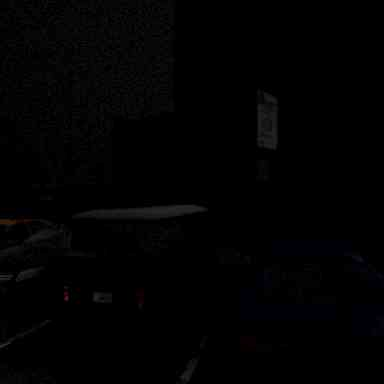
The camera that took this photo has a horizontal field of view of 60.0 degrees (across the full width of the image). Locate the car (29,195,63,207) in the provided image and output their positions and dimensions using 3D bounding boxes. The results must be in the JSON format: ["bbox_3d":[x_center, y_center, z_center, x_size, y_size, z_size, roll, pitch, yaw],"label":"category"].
[{"bbox_3d":[-23.233,1.409,53.119,4.553,1.767,2.185,-1,-1,14],"label":"car"}]

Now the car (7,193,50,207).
[{"bbox_3d":[-24.872,1.281,50.608,5.566,2.045,2.435,-1,-1,14],"label":"car"}]

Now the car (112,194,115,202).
[{"bbox_3d":[-11.028,1.267,40.896,5.566,2.045,2.435,1,1,14],"label":"car"}]

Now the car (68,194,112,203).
[{"bbox_3d":[-12.690,1.265,38.447,5.566,2.045,2.435,1,1,14],"label":"car"}]

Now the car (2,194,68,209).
[{"bbox_3d":[-15.953,1.263,33.550,5.566,2.045,2.435,1,0,14],"label":"car"}]

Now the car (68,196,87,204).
[{"bbox_3d":[-14.350,1.545,35.988,4.792,1.488,2.163,1,1,14],"label":"car"}]

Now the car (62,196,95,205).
[{"bbox_3d":[-19.816,1.538,58.112,4.892,1.521,2.231,-1,-1,14],"label":"car"}]

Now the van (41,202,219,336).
[{"bbox_3d":[-0.682,1.264,6.802,1.878,1.987,4.442,0,-1,16],"label":"van"}]

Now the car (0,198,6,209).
[{"bbox_3d":[-28.315,1.560,45.591,4.792,1.488,2.163,-1,0,14],"label":"car"}]

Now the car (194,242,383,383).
[{"bbox_3d":[1.724,1.486,4.932,2.097,1.535,5.008,0,-1,16],"label":"car"}]

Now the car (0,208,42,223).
[{"bbox_3d":[-5.647,1.486,10.000,1.946,1.575,5.366,1,-1,16],"label":"car"}]

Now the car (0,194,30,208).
[{"bbox_3d":[-26.623,1.280,48.097,5.566,2.045,2.435,-1,0,14],"label":"car"}]

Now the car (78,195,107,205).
[{"bbox_3d":[-18.085,1.412,60.588,4.553,1.767,2.185,-1,0,14],"label":"car"}]

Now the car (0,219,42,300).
[{"bbox_3d":[-3.149,1.530,8.437,2.002,1.452,4.674,1,-1,16],"label":"car"}]

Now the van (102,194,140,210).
[{"bbox_3d":[-9.226,1.296,43.320,4.442,1.987,1.878,1,0,14],"label":"van"}]

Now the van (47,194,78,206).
[{"bbox_3d":[-21.623,1.312,55.631,4.442,1.987,1.878,-1,0,14],"label":"van"}]

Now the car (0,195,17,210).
[{"bbox_3d":[-10.492,1.244,13.700,2.435,2.045,5.566,0,-1,15],"label":"car"}]
